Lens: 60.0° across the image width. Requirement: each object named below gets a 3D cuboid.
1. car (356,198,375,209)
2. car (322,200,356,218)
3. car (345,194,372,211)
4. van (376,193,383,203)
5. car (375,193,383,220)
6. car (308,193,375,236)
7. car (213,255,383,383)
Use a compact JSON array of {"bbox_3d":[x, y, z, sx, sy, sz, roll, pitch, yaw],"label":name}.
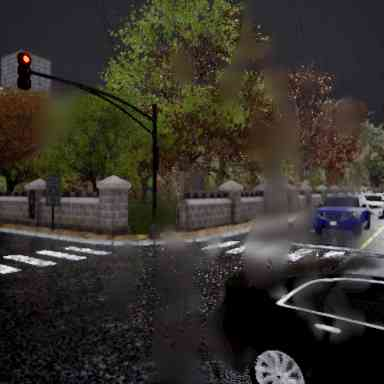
[{"bbox_3d":[23.031,1.452,44.067,1.802,1.307,4.206,0,0,35],"label":"car"},{"bbox_3d":[13.326,1.467,30.051,2.008,1.369,4.403,0,0,35],"label":"car"},{"bbox_3d":[19.797,1.202,39.394,2.192,1.841,5.009,0,0,35],"label":"car"},{"bbox_3d":[35.975,1.127,62.755,1.690,1.788,3.998,0,0,35],"label":"van"},{"bbox_3d":[14.894,1.142,27.765,2.150,2.045,5.566,0,0,35],"label":"car"},{"bbox_3d":[8.452,1.170,18.465,2.150,2.045,5.566,0,0,35],"label":"car"},{"bbox_3d":[2.539,1.516,3.312,4.892,1.490,1.837,0,0,36],"label":"car"}]
